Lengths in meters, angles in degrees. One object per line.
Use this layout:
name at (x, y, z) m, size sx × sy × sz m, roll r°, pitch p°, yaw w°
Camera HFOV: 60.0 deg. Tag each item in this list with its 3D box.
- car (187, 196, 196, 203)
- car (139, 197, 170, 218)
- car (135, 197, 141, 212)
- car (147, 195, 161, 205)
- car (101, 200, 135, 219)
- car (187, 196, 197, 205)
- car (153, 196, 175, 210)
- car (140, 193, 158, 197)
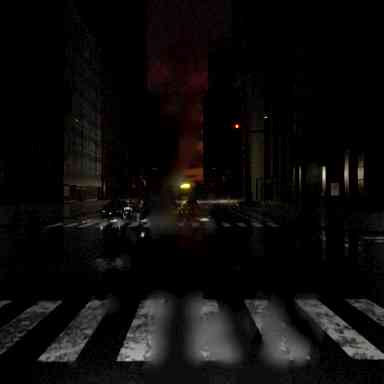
car at (-0.077, 1.570, 70.904) m, size 1.994 × 1.385 × 4.181 m, roll 0°, pitch 0°, yaw 0°
car at (-3.400, 1.480, 30.851) m, size 1.882 × 1.535 × 5.008 m, roll 0°, pitch 0°, yaw 0°
car at (-6.667, 1.605, 38.821) m, size 1.895 × 1.301 × 4.718 m, roll 0°, pitch 0°, yaw 0°
car at (-6.661, 1.360, 58.994) m, size 2.097 × 1.767 × 4.553 m, roll 0°, pitch 0°, yaw -1°
car at (-6.665, 1.508, 29.558) m, size 1.837 × 1.490 × 4.892 m, roll 0°, pitch 0°, yaw 0°
car at (-0.022, 1.556, 60.577) m, size 2.033 × 1.411 × 5.357 m, roll 0°, pitch 0°, yaw 0°
car at (-3.423, 1.530, 40.132) m, size 1.812 × 1.442 × 4.674 m, roll 0°, pitch 0°, yaw 0°
car at (-6.677, 1.227, 48.732) m, size 2.150 × 2.045 × 5.566 m, roll 0°, pitch 0°, yaw 0°
